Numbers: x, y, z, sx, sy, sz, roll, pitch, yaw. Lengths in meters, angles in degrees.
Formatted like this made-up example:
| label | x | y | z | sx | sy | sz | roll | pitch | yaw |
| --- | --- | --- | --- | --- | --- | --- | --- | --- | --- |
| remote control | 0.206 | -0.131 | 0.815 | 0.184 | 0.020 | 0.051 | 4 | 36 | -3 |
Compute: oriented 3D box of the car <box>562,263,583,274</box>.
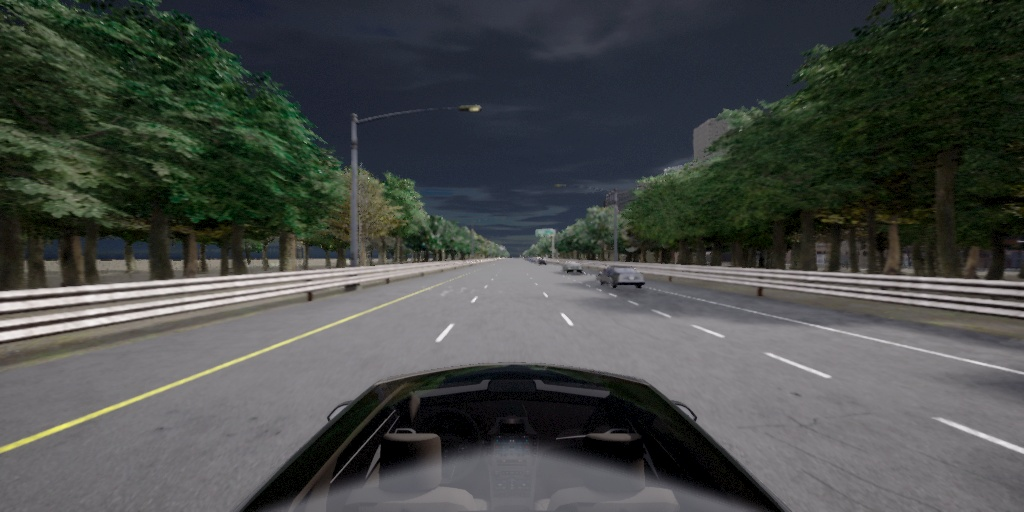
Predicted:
| label | x | y | z | sx | sy | sz | roll | pitch | yaw |
| --- | --- | --- | --- | --- | --- | --- | --- | --- | --- |
| car | 7.061 | 1.453 | 42.465 | 1.895 | 1.301 | 4.718 | 0 | 0 | 0 |

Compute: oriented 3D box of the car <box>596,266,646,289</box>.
| label | x | y | z | sx | sy | sz | roll | pitch | yaw |
| --- | --- | --- | --- | --- | --- | --- | --- | --- | --- |
| car | 7.010 | 1.347 | 23.534 | 2.033 | 1.411 | 5.357 | 0 | 0 | 0 |
